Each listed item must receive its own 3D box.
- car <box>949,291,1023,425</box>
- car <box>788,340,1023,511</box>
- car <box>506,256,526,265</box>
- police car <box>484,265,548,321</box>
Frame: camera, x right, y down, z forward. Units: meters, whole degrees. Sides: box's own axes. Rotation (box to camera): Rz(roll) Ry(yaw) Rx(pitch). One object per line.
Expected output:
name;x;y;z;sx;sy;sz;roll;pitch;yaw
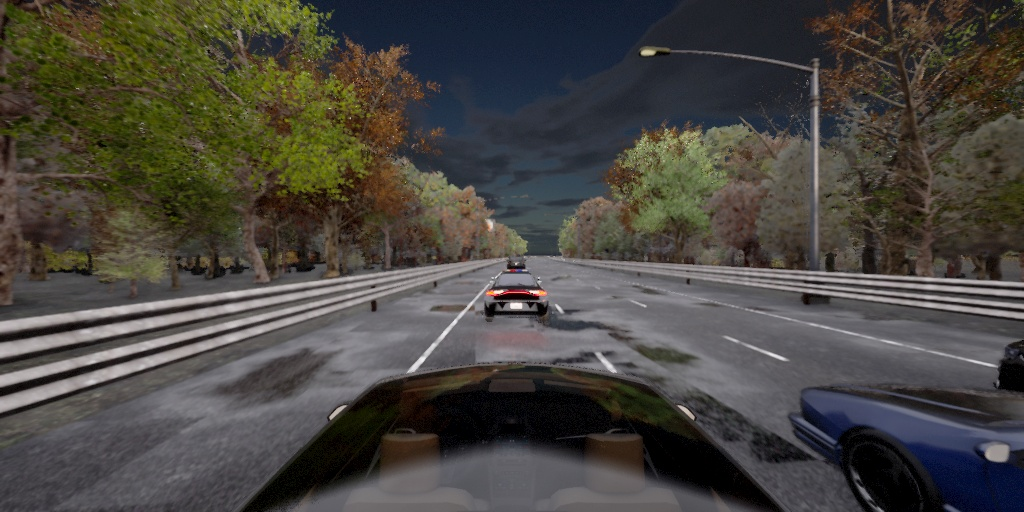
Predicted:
car;7.106;1.243;2.501;2.128;1.511;4.902;0;0;0
car;3.601;1.298;0.973;2.033;1.411;5.357;0;0;0
car;0.508;0.976;42.272;2.150;2.045;5.566;0;0;1
police car;0.139;1.255;12.681;2.038;1.542;4.974;0;0;0
